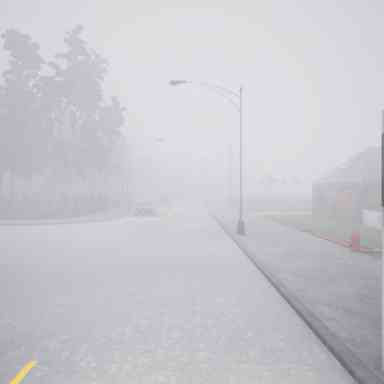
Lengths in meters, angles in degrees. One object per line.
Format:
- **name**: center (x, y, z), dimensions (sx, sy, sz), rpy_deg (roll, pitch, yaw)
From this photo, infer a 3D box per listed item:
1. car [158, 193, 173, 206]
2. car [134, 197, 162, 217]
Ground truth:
- **car**: center (-4.235, 1.200, 53.713), dimensions (2.150, 2.045, 5.566), rpy_deg (0, 0, 0)
- **car**: center (-4.214, 1.491, 31.057), dimensions (1.837, 1.490, 4.892), rpy_deg (0, 0, 0)
